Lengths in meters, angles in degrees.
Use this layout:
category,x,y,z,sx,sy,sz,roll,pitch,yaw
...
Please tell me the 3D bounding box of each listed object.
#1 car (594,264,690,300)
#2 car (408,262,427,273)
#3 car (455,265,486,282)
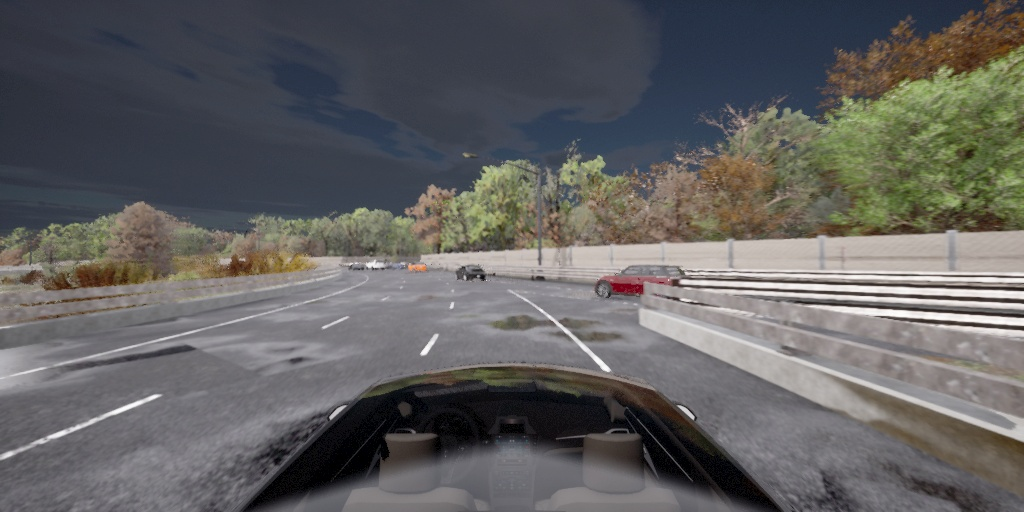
category,x,y,z,sx,sy,sz,roll,pitch,yaw
car,6.133,1.179,17.071,2.097,1.767,4.553,0,-1,-36
car,-15.678,1.777,59.125,2.097,1.767,4.553,0,-1,-31
car,-3.991,1.581,33.824,1.837,1.490,4.892,-1,0,-25
